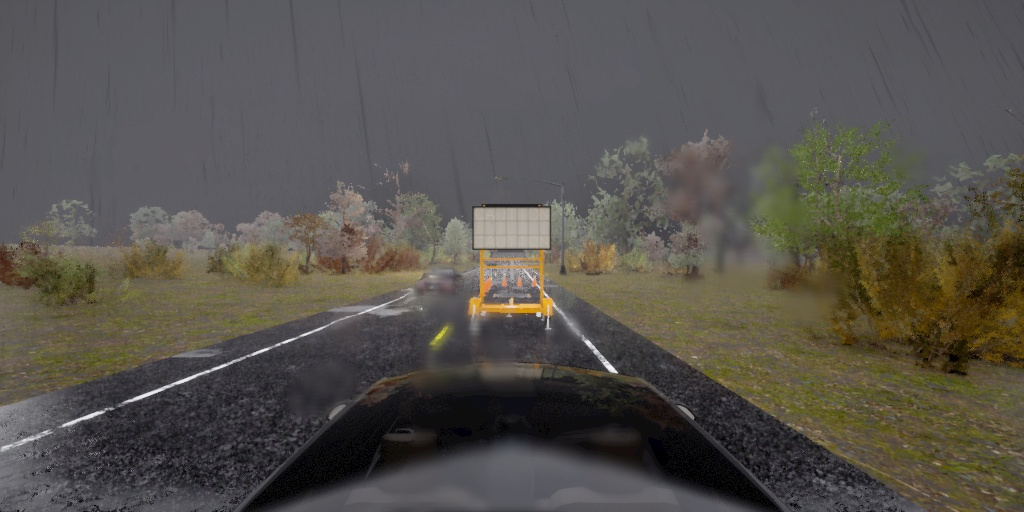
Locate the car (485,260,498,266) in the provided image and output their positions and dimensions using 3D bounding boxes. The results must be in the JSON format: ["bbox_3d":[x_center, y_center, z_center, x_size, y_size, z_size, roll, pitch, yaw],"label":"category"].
[{"bbox_3d":[-3.523,1.259,61.188,1.837,1.490,4.892,0,0,0],"label":"car"}]

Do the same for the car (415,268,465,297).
[{"bbox_3d":[-3.606,1.313,18.710,1.994,1.385,4.181,0,0,0],"label":"car"}]

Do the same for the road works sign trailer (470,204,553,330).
[{"bbox_3d":[-0.003,0.214,11.055,2.380,3.560,2.880,0,0,0],"label":"road works sign trailer"}]
